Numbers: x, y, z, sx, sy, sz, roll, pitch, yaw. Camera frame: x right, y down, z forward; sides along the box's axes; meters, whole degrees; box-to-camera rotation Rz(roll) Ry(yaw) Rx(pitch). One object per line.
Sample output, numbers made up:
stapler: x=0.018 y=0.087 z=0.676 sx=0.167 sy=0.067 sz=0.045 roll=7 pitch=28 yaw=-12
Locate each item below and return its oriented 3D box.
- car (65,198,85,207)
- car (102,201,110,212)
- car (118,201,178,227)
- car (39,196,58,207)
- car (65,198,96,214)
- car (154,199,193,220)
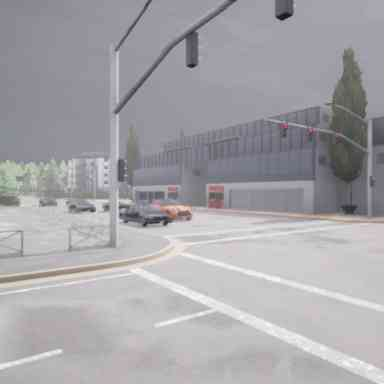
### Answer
car: x=-18.394 y=1.610 z=52.005 sx=1.895 sy=1.301 sz=4.718 roll=0 pitch=0 yaw=-33
car: x=-8.284 y=1.609 z=36.790 sx=1.895 sy=1.301 sz=4.718 roll=0 pitch=0 yaw=-34
car: x=-3.414 y=1.553 z=23.332 sx=2.033 sy=1.411 sz=5.357 roll=0 pitch=0 yaw=-35
car: x=-22.366 y=1.412 z=51.681 sx=2.097 sy=1.767 sz=4.553 roll=0 pitch=0 yaw=-34
car: x=-12.035 y=1.553 z=36.097 sx=2.033 sy=1.411 sz=5.357 roll=0 pitch=0 yaw=-34
car: x=-1.832 y=1.360 z=27.223 sx=2.097 sy=1.767 sz=4.553 roll=0 pitch=0 yaw=-34
